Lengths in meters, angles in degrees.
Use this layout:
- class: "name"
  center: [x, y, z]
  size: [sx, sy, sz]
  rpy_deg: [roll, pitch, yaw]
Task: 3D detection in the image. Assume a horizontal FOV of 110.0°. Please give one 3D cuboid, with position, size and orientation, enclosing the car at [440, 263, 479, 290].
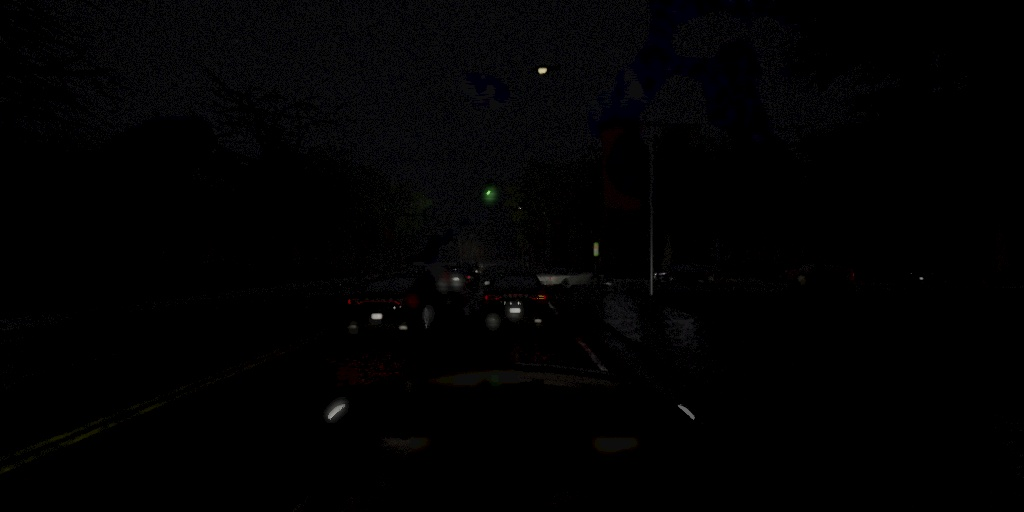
- class: "car"
  center: [-3.156, 1.376, 22.699]
  size: [1.994, 1.385, 4.181]
  rpy_deg: [0, 0, 0]

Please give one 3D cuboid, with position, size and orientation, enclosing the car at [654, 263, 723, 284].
- class: "car"
  center: [13.181, 1.291, 27.053]
  size: [4.902, 1.511, 2.128]
  rpy_deg: [0, 0, 0]

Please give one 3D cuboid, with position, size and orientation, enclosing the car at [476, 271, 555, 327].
- class: "car"
  center: [0.097, 1.255, 11.674]
  size: [1.882, 1.535, 5.008]
  rpy_deg: [0, 0, 0]

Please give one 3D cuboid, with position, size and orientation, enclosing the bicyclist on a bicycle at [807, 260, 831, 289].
- class: "bicyclist on a bicycle"
  center: [18.125, 1.084, 21.189]
  size: [0.582, 1.620, 1.656]
  rpy_deg: [0, 0, 0]

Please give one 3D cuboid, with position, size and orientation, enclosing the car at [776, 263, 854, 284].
- class: "car"
  center: [22.750, 1.266, 27.042]
  size: [5.008, 1.535, 1.882]
  rpy_deg: [0, 0, 0]

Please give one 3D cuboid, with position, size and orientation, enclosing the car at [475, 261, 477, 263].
- class: "car"
  center: [-6.558, 1.457, 59.094]
  size: [1.812, 1.442, 4.674]
  rpy_deg: [0, 0, 0]

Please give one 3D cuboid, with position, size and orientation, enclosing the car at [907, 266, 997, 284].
- class: "car"
  center: [33.054, 1.380, 27.025]
  size: [4.718, 1.301, 1.895]
  rpy_deg: [0, 0, 0]

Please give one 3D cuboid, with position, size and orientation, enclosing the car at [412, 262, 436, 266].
- class: "car"
  center: [-9.858, 1.389, 39.399]
  size: [1.812, 1.442, 4.674]
  rpy_deg: [0, 0, -1]

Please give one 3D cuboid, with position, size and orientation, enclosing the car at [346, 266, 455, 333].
- class: "car"
  center: [-3.154, 1.252, 10.845]
  size: [1.882, 1.535, 5.008]
  rpy_deg: [0, 0, 0]

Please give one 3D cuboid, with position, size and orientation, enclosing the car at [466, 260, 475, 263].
- class: "car"
  center: [-6.602, 1.460, 48.998]
  size: [1.994, 1.385, 4.181]
  rpy_deg: [0, 0, 0]

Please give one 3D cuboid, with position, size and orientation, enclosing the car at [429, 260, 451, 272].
- class: "car"
  center: [-9.845, 1.389, 49.506]
  size: [2.128, 1.511, 4.902]
  rpy_deg: [0, 0, 0]

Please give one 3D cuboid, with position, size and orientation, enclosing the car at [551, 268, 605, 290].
- class: "car"
  center: [3.864, 1.407, 23.260]
  size: [4.718, 1.301, 1.895]
  rpy_deg: [0, 0, -35]

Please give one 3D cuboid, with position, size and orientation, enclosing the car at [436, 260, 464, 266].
- class: "car"
  center: [-6.607, 1.388, 39.139]
  size: [1.812, 1.442, 4.674]
  rpy_deg: [0, 0, 0]
